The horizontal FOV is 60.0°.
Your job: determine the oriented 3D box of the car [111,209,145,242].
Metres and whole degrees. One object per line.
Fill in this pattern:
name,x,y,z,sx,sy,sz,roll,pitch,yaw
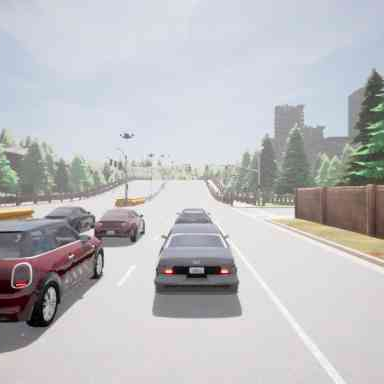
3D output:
car,-3.418,1.526,16.169,1.812,1.442,4.674,0,0,-1

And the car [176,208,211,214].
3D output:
car,0.084,1.564,18.124,1.994,1.385,4.181,0,0,0

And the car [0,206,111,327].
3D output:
car,-3.408,1.352,7.175,2.097,1.767,4.553,0,0,0

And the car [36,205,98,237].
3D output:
car,-6.913,1.526,18.978,1.812,1.442,4.674,0,0,0

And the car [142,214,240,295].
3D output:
car,0.091,1.547,8.883,2.033,1.411,5.357,0,0,0
